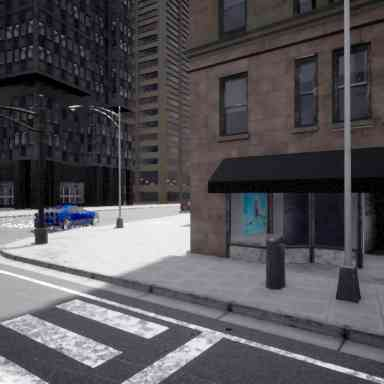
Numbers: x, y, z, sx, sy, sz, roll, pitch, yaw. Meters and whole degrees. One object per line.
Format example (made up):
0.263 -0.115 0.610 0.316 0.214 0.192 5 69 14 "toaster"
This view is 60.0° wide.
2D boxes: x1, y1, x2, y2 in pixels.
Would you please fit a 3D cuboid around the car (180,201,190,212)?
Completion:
0.063 1.896 45.127 1.882 1.535 5.008 0 -1 22 "car"

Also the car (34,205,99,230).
-8.169 1.612 22.176 1.882 1.535 5.008 0 -1 17 "car"
